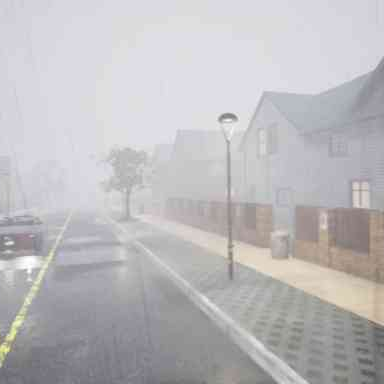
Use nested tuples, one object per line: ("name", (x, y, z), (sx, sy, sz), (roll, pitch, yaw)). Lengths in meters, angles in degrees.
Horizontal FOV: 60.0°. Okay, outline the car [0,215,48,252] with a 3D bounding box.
("car", (-7.218, 1.687, 13.935), (1.994, 1.385, 4.181), (-1, 0, -18))
